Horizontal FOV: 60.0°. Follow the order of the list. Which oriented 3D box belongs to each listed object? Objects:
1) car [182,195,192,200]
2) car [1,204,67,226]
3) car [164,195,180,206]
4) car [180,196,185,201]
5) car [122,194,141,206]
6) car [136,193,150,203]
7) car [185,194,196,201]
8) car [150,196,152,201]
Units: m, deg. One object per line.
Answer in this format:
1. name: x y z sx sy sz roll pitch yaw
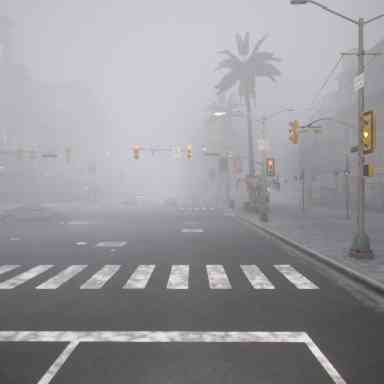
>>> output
1. car: -1.384 1.553 95.572 1.994 1.385 4.181 0 0 -12
2. car: -10.975 1.564 23.352 4.181 1.385 1.994 0 0 -20
3. car: -3.418 1.564 54.125 1.994 1.385 4.181 0 0 0
4. car: -3.655 1.553 85.926 1.994 1.385 4.181 0 0 -4
5. car: -10.538 1.547 56.742 2.033 1.411 5.357 0 0 1
6. car: -10.510 1.221 66.989 2.150 2.045 5.566 0 0 0
7. car: -0.093 1.355 84.120 2.097 1.767 4.553 0 0 -4
8. car: -10.498 1.478 77.441 1.882 1.535 5.008 0 0 0
